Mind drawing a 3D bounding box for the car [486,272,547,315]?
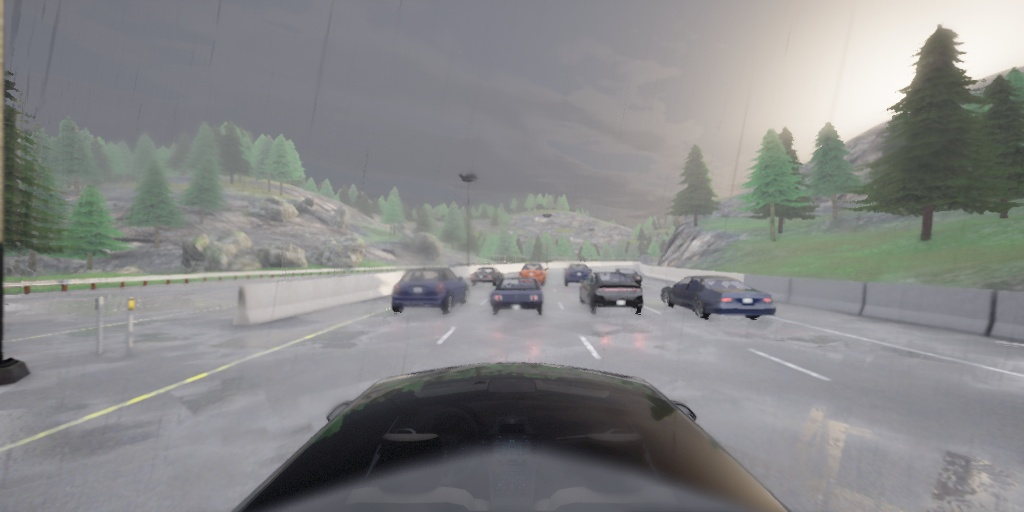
[{"bbox_3d":[0.319,1.484,14.383,1.895,1.301,4.718,0,-1,4],"label":"car"}]

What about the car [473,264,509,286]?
[{"bbox_3d":[-1.863,1.577,28.371,2.033,1.411,5.357,0,-1,8],"label":"car"}]

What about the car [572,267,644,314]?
[{"bbox_3d":[3.837,1.376,14.447,2.128,1.511,4.902,0,0,4],"label":"car"}]

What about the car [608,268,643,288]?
[{"bbox_3d":[8.666,1.624,27.754,1.895,1.301,4.718,0,-1,8],"label":"car"}]

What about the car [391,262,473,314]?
[{"bbox_3d":[-3.157,1.237,14.734,2.097,1.767,4.553,0,-1,4],"label":"car"}]

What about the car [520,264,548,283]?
[{"bbox_3d":[1.755,1.385,28.815,2.097,1.767,4.553,0,-1,9],"label":"car"}]

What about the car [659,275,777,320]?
[{"bbox_3d":[7.254,1.419,13.312,2.033,1.411,5.357,0,-1,4],"label":"car"}]

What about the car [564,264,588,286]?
[{"bbox_3d":[5.228,1.380,28.373,2.097,1.767,4.553,0,-1,9],"label":"car"}]
